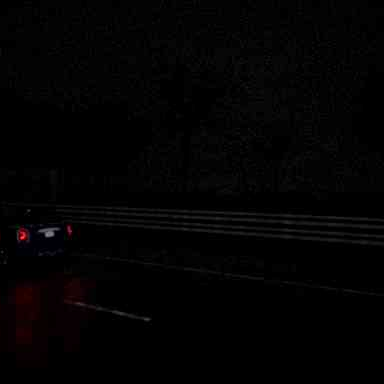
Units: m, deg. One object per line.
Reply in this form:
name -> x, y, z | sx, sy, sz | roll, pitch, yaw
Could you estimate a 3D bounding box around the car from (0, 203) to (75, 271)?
car -> -5.955, 1.210, 10.518 | 4.553, 1.767, 2.097 | 1, 1, 28
